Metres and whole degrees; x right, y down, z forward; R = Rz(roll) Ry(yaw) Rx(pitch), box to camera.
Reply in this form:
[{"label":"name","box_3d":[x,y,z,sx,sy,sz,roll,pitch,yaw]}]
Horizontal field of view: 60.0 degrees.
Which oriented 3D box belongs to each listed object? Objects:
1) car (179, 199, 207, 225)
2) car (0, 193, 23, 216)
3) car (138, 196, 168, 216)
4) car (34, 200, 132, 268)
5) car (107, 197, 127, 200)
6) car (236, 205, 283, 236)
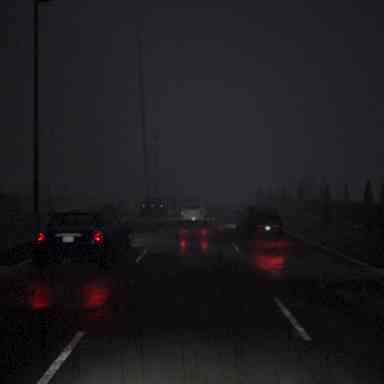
[{"label":"car","box_3d":[0.095,1.455,23.260,1.812,1.442,4.674,0,0,0]},{"label":"car","box_3d":[-17.596,1.129,30.221,2.150,2.045,5.566,0,0,0]},{"label":"car","box_3d":[-3.402,1.258,30.936,2.097,1.767,4.553,0,0,0]},{"label":"car","box_3d":[-3.402,1.317,11.255,2.097,1.767,4.553,0,0,0]},{"label":"car","box_3d":[-12.833,1.428,56.906,1.895,1.301,4.718,0,0,9]},{"label":"car","box_3d":[3.598,1.450,18.190,1.837,1.490,4.892,0,0,0]}]
